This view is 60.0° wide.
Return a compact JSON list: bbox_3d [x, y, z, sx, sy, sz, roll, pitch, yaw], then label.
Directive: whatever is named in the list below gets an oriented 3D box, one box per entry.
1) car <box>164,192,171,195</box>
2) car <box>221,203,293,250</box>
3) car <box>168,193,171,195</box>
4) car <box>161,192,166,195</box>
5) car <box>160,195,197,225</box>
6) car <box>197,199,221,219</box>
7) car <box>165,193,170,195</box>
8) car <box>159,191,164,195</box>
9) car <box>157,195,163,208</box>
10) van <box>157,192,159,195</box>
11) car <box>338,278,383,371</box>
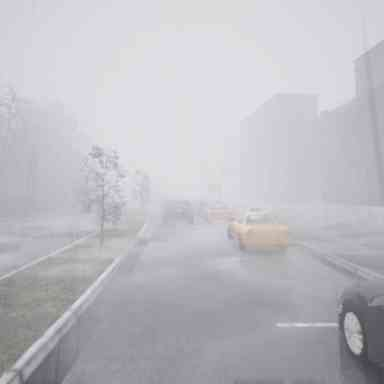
[{"bbox_3d":[-4.331,1.362,69.131,2.002,1.452,4.674,0,0,-9],"label":"car"},{"bbox_3d":[2.677,1.469,14.311,1.946,1.575,5.366,0,0,-2],"label":"car"},{"bbox_3d":[-2.634,1.413,58.168,2.002,1.452,4.674,0,0,-9],"label":"car"},{"bbox_3d":[-5.185,1.323,74.644,2.163,1.488,4.792,0,0,-9],"label":"car"},{"bbox_3d":[-1.058,1.328,24.076,2.097,1.767,4.553,0,0,-5],"label":"car"},{"bbox_3d":[1.177,1.480,32.307,2.163,1.488,4.792,0,0,-6],"label":"car"},{"bbox_3d":[-3.488,1.378,63.679,2.163,1.488,4.792,0,0,-9],"label":"car"},{"bbox_3d":[-6.032,1.008,80.122,2.435,2.045,5.566,0,0,-9],"label":"car"},{"bbox_3d":[-3.041,1.433,41.086,2.128,1.511,4.902,0,0,-8],"label":"car"},{"bbox_3d":[-7.743,0.960,91.171,1.878,1.987,4.442,0,0,-9],"label":"van"},{"bbox_3d":[3.059,1.481,2.993,2.231,1.521,4.892,0,0,0],"label":"car"}]
